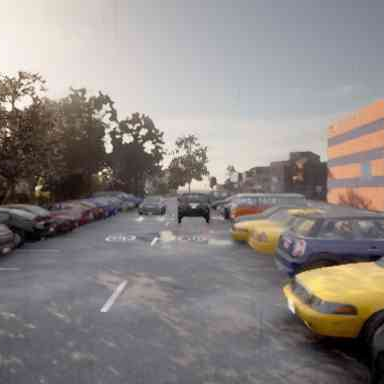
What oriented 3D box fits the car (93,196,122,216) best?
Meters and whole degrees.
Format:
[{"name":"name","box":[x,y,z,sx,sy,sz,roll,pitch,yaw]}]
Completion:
[{"name":"car","box":[-8.144,1.271,24.894,5.008,1.535,2.097,0,0,0]}]

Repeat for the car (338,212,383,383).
[{"name":"car","box":[4.387,1.207,2.363,5.566,2.045,2.435,0,0,0]}]

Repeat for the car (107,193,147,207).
[{"name":"car","box":[-8.088,0.982,41.843,4.553,1.767,2.185,0,0,0]}]

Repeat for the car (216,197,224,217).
[{"name":"car","box":[4.417,1.310,24.971,4.674,1.452,2.002,0,0,0]}]

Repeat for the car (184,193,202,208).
[{"name":"car","box":[0.109,0.989,41.499,2.097,1.767,4.553,0,1,0]}]

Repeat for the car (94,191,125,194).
[{"name":"car","box":[-8.123,0.921,36.062,5.566,2.045,2.435,0,1,0]}]

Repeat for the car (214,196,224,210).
[{"name":"car","box":[4.423,1.286,27.796,4.674,1.452,2.002,0,1,0]}]

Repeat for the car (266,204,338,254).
[{"name":"car","box":[4.385,1.286,8.016,4.553,1.767,2.185,0,0,0]}]

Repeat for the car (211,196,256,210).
[{"name":"car","box":[4.424,1.209,36.274,4.674,1.452,2.002,0,1,0]}]

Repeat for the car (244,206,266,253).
[{"name":"car","box":[4.603,1.385,10.842,5.366,1.575,1.946,0,0,0]}]

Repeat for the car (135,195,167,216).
[{"name":"car","box":[-3.342,1.109,28.854,2.097,1.767,4.553,0,0,0]}]

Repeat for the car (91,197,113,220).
[{"name":"car","box":[-8.145,1.295,22.070,5.008,1.535,2.097,0,1,0]}]

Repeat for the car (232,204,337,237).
[{"name":"car","box":[4.421,1.381,16.494,4.674,1.452,2.002,0,0,0]}]

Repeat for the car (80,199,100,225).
[{"name":"car","box":[-8.179,1.348,19.247,4.792,1.488,2.163,0,1,0]}]

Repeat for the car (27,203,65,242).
[{"name":"car","box":[-8.145,1.367,13.475,5.008,1.535,2.097,0,0,0]}]

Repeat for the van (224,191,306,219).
[{"name":"van","box":[4.302,1.091,19.317,4.442,1.987,1.878,0,0,0]}]

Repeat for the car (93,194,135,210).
[{"name":"car","box":[-8.158,1.199,33.364,4.892,1.521,2.231,0,1,0]}]

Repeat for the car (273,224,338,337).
[{"name":"car","box":[4.231,1.432,5.191,5.366,1.575,1.946,0,0,0]}]

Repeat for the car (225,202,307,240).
[{"name":"car","box":[4.232,1.361,13.668,5.366,1.575,1.946,0,0,0]}]

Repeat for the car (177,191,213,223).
[{"name":"car","box":[0.100,1.021,23.851,2.150,2.045,5.566,0,0,-1]}]

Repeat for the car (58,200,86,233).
[{"name":"car","box":[-8.155,1.343,16.299,5.008,1.535,2.097,0,0,0]}]

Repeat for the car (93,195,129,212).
[{"name":"car","box":[-8.144,1.249,27.718,4.892,1.521,2.231,0,1,0]}]

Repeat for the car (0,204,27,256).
[{"name":"car","box":[-8.182,1.265,10.651,4.553,1.767,2.185,0,0,0]}]

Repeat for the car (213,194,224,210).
[{"name":"car","box":[4.427,1.196,33.447,5.008,1.535,2.097,0,1,0]}]
